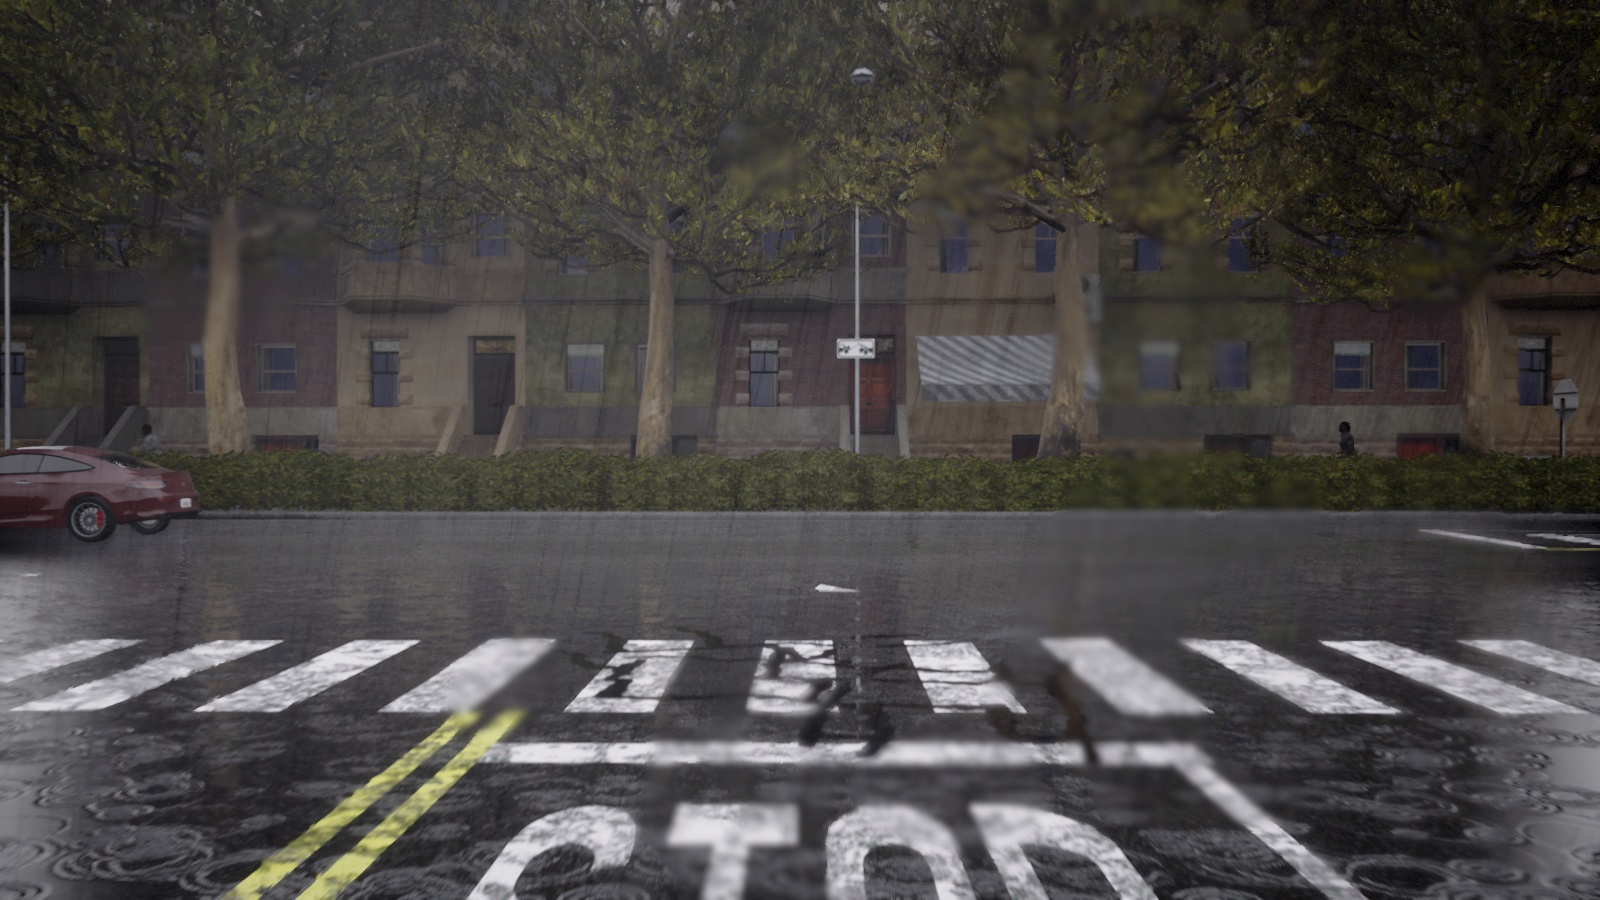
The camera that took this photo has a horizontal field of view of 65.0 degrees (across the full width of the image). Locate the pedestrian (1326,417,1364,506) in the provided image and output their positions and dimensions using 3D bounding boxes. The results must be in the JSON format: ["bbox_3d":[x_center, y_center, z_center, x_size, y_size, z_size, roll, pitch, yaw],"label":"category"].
[{"bbox_3d":[11.868,0.250,27.352,0.666,1.930,0.402,0,0,3],"label":"pedestrian"}]

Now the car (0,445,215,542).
[{"bbox_3d":[-11.907,0.646,19.630,4.674,1.442,1.812,0,0,1],"label":"car"}]

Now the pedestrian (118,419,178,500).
[{"bbox_3d":[-15.138,0.217,29.167,0.900,1.855,0.874,0,0,6],"label":"pedestrian"}]
